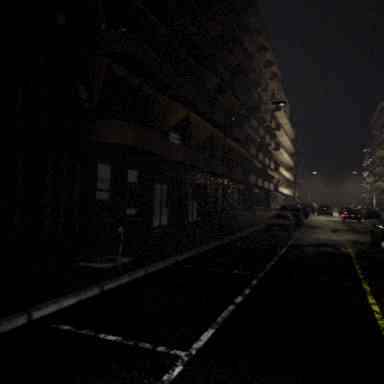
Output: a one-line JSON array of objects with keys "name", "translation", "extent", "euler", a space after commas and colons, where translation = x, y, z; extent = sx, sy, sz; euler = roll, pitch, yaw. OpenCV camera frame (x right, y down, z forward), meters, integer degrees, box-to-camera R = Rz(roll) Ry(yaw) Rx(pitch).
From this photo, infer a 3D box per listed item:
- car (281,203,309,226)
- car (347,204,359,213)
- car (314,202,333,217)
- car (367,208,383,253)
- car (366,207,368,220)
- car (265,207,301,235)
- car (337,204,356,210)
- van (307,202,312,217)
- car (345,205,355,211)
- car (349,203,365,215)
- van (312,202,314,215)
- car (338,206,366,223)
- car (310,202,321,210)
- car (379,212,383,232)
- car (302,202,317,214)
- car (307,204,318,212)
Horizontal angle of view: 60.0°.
[{"name": "car", "translation": [8.337, 1.947, 28.183], "extent": [2.192, 1.841, 5.009], "euler": [3, 0, 22]}, {"name": "car", "translation": [34.434, 3.512, 71.191], "extent": [1.967, 1.590, 4.097], "euler": [3, -1, 22]}, {"name": "car", "translation": [18.801, 2.570, 47.019], "extent": [2.097, 1.767, 4.553], "euler": [1, -1, 22]}, {"name": "car", "translation": [9.791, 1.845, 15.617], "extent": [2.097, 1.767, 4.553], "euler": [1, -1, 22]}, {"name": "car", "translation": [21.880, 2.752, 40.480], "extent": [1.887, 1.381, 4.507], "euler": [3, 0, 22]}, {"name": "car", "translation": [6.164, 2.019, 22.908], "extent": [1.752, 1.417, 4.829], "euler": [3, 0, 22]}, {"name": "car", "translation": [22.201, 2.839, 48.072], "extent": [1.837, 1.490, 4.892], "euler": [1, -1, 22]}, {"name": "van", "translation": [12.528, 2.244, 38.413], "extent": [1.690, 1.788, 3.998], "euler": [3, 0, 22]}, {"name": "car", "translation": [38.621, 3.955, 81.422], "extent": [1.802, 1.307, 4.206], "euler": [3, -1, 22]}, {"name": "car", "translation": [30.247, 3.092, 60.958], "extent": [2.192, 1.841, 5.009], "euler": [3, -1, 22]}, {"name": "van", "translation": [14.625, 2.383, 43.530], "extent": [1.690, 1.788, 3.998], "euler": [3, 0, 22]}, {"name": "car", "translation": [17.502, 2.567, 36.552], "extent": [2.033, 1.411, 5.357], "euler": [1, -1, 23]}, {"name": "car", "translation": [31.398, 3.525, 84.454], "extent": [2.192, 1.841, 5.009], "euler": [3, -1, 22]}, {"name": "car", "translation": [15.588, 2.347, 25.132], "extent": [2.008, 1.369, 4.403], "euler": [3, 0, 22]}, {"name": "car", "translation": [20.917, 2.784, 58.876], "extent": [2.192, 1.841, 5.009], "euler": [3, 0, 22]}, {"name": "car", "translation": [25.097, 3.325, 69.107], "extent": [1.947, 1.339, 4.313], "euler": [3, 0, 22]}]
